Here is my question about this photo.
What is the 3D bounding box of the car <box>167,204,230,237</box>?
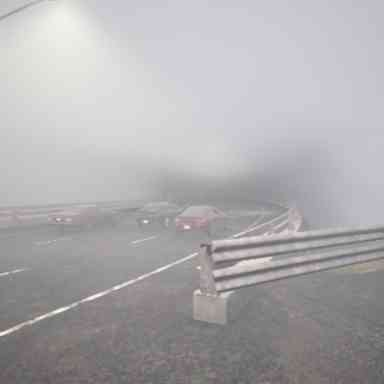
[{"bbox_3d":[0.626,1.459,17.596,1.812,1.442,4.674,0,0,22],"label":"car"}]

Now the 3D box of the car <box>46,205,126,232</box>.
[{"bbox_3d":[-6.036,1.456,19.616,2.033,1.411,5.357,0,0,21],"label":"car"}]

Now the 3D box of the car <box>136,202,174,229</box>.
[{"bbox_3d":[-1.808,1.418,21.129,1.837,1.490,4.892,0,0,20],"label":"car"}]
